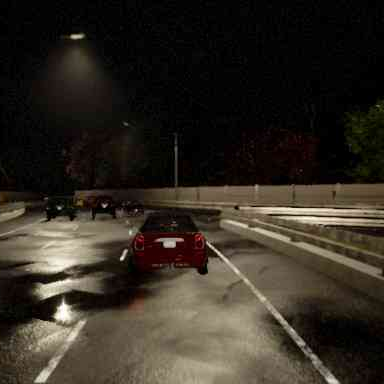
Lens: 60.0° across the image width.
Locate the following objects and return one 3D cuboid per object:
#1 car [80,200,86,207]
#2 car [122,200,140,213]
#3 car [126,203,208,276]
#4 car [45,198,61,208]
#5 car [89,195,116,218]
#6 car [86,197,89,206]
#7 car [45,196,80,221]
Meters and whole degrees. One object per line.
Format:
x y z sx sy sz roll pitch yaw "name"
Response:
-20.437 1.827 57.871 1.882 1.535 5.008 0 0 -32 "car"
-6.758 1.704 37.714 1.837 1.490 4.892 0 0 -20 "car"
-0.783 1.404 10.828 2.097 1.767 4.553 0 0 -5 "car"
-23.580 1.861 56.328 1.837 1.490 4.892 1 -1 -32 "car"
-8.805 1.410 32.960 2.150 2.045 5.566 0 0 -17 "car"
-17.597 1.571 60.050 2.150 2.045 5.566 0 0 -32 "car"
-11.329 1.404 29.206 2.150 2.045 5.566 0 0 -16 "car"
